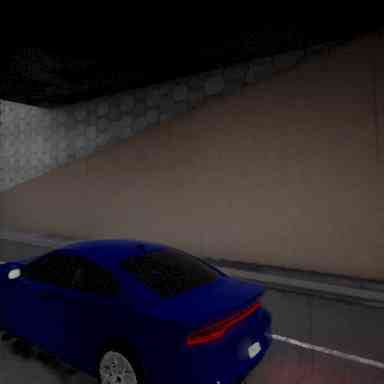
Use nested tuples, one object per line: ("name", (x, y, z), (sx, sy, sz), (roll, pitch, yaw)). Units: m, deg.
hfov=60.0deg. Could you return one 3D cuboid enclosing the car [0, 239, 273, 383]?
("car", (-1.350, 1.450, 4.919), (5.008, 1.535, 1.882), (1, 1, 36))
